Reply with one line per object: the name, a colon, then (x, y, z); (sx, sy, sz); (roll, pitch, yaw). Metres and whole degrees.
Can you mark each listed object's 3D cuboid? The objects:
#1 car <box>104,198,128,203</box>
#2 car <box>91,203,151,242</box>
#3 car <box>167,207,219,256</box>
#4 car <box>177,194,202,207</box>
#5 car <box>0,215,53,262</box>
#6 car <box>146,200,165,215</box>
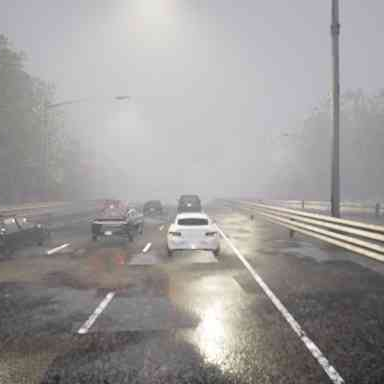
car: (-7.279, 1.381, 32.059); (2.097, 1.767, 4.553); (0, 0, -1)
car: (-3.513, 1.500, 16.320); (2.128, 1.511, 4.902); (0, 0, -1)
car: (0.021, 1.531, 13.103); (1.812, 1.442, 4.674); (0, 0, -1)
car: (-0.259, 1.247, 31.421); (2.150, 2.045, 5.566); (0, 0, -1)
car: (-6.965, 1.553, 12.115); (2.033, 1.411, 5.357); (0, 0, -1)
car: (-3.818, 1.508, 33.853); (1.882, 1.535, 5.008); (0, 0, -1)
